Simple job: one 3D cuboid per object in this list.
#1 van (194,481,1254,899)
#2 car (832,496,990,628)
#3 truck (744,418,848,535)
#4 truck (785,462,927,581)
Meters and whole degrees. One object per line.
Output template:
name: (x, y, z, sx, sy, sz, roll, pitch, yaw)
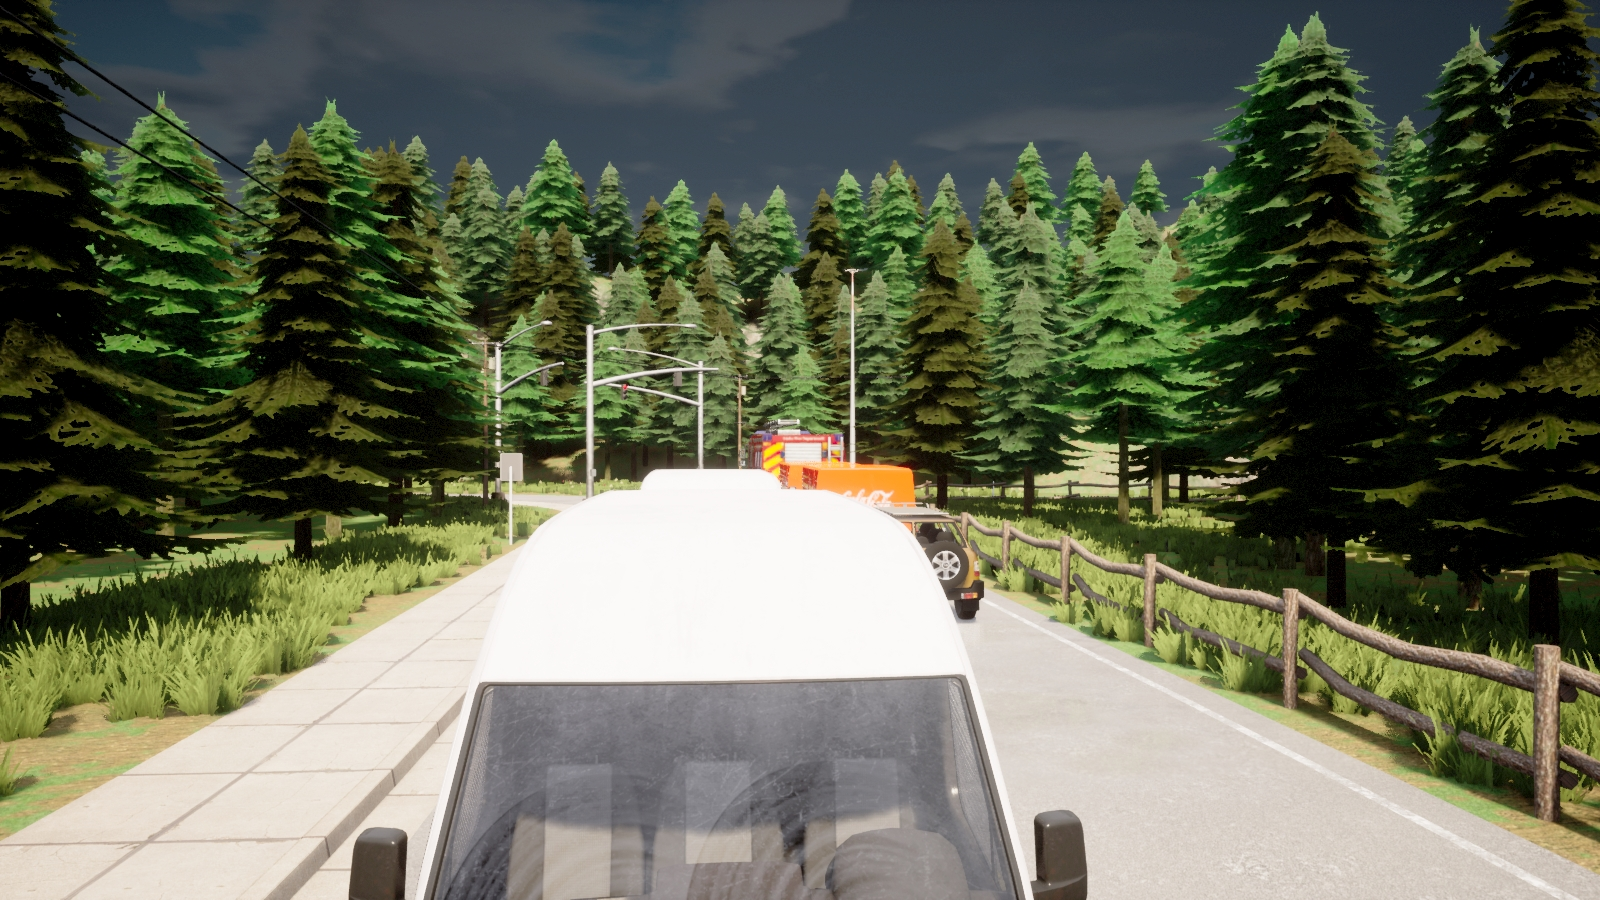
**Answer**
van: (-0.340, 1.499, 5.097, 1.988, 2.561, 5.915, 0, 0, -5)
car: (1.806, 1.837, 20.136, 1.932, 1.855, 4.605, 0, 0, -5)
truck: (-0.330, 0.864, 41.732, 2.891, 3.827, 8.468, 0, 0, -6)
truck: (1.157, 1.541, 26.866, 2.627, 2.467, 5.204, 0, 0, -5)
